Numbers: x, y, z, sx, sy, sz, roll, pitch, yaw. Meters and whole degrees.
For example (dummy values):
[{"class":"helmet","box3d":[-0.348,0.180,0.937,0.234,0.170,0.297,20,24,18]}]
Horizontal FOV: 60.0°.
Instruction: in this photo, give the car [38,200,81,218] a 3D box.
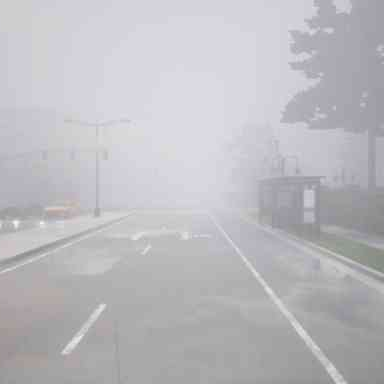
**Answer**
[{"class":"car","box3d":[-11.500,1.510,29.750,1.882,1.535,5.008,0,0,0]}]

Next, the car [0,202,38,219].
[{"class":"car","box3d":[-15.000,1.600,29.750,2.033,1.411,5.357,0,0,0]}]
